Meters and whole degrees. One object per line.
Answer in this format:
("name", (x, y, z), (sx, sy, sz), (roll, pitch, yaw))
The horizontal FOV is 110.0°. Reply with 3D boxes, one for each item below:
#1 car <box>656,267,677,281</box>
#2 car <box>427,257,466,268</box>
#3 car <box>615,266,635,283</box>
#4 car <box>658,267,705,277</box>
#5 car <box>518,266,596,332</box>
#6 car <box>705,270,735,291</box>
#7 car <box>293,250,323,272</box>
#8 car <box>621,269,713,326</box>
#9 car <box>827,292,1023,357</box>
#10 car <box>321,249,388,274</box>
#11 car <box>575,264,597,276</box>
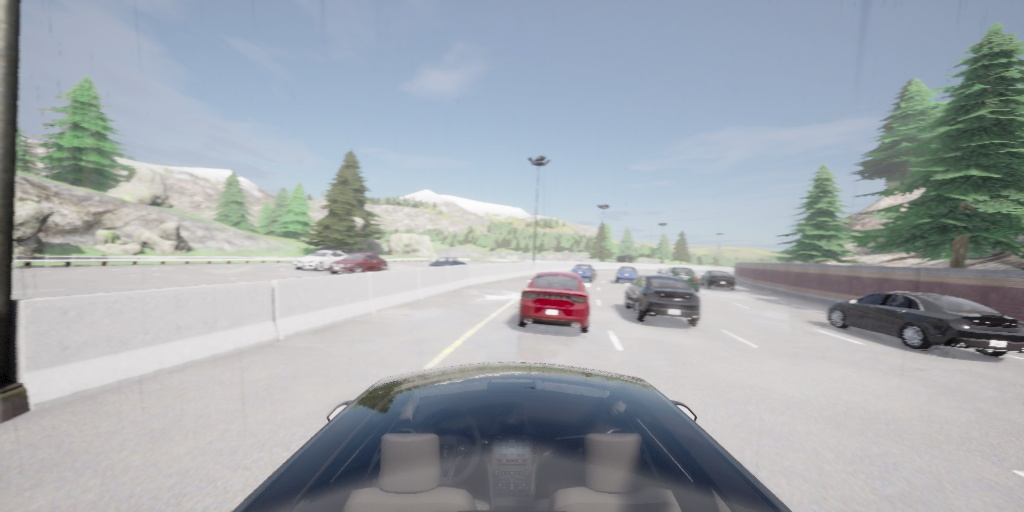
("car", (17.013, 1.964, 39.625), (1.895, 1.301, 4.718), (3, 1, 22))
("car", (-5.279, 0.778, 29.579), (1.994, 1.385, 4.181), (3, 1, 17))
("car", (10.035, 1.596, 31.241), (2.033, 1.411, 5.357), (3, 1, 19))
("car", (12.177, 1.563, 26.202), (2.097, 1.767, 4.553), (3, 1, 16))
("car", (1.399, 1.221, 11.181), (1.882, 1.535, 5.008), (3, 0, 10))
("car", (16.955, 1.922, 29.783), (1.882, 1.535, 5.008), (3, 0, 19))
("car", (-13.485, 0.315, 26.016), (1.812, 1.442, 4.674), (3, 1, 14))
("car", (5.293, 1.446, 13.056), (1.837, 1.490, 4.892), (3, 0, 10))
("car", (11.980, 1.838, 10.888), (1.837, 1.490, 4.892), (3, 0, 10))
("car", (-10.279, 0.507, 24.440), (1.812, 1.442, 4.674), (3, 1, 14))
("car", (6.108, 1.385, 30.486), (2.033, 1.411, 5.357), (3, 1, 18))
